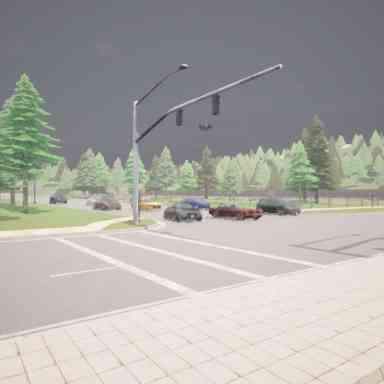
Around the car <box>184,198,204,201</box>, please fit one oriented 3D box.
[{"bbox_3d":[0.363,1.477,43.518,1.882,1.535,5.008,0,0,-35],"label":"car"}]

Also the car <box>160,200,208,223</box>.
[{"bbox_3d":[-0.723,1.564,25.633,1.994,1.385,4.181,0,0,-23],"label":"car"}]

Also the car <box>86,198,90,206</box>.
[{"bbox_3d":[-15.833,1.525,54.409,1.812,1.442,4.674,0,0,-35],"label":"car"}]

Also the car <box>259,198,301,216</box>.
[{"bbox_3d":[8.271,1.351,32.273,2.097,1.767,4.553,0,0,-35],"label":"car"}]

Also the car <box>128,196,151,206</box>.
[{"bbox_3d":[-9.010,1.477,56.870,1.882,1.535,5.008,0,0,-35],"label":"car"}]

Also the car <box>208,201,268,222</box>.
[{"bbox_3d":[3.480,1.601,26.918,1.895,1.301,4.718,0,0,-35],"label":"car"}]

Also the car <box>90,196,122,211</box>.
[{"bbox_3d":[-10.271,1.352,40.386,2.097,1.767,4.553,0,0,-35],"label":"car"}]

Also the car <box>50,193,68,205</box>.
[{"bbox_3d":[-24.298,1.223,60.452,2.150,2.045,5.566,0,0,-35],"label":"car"}]

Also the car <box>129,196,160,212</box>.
[{"bbox_3d":[-5.407,1.477,39.554,1.882,1.535,5.008,0,0,-35],"label":"car"}]
